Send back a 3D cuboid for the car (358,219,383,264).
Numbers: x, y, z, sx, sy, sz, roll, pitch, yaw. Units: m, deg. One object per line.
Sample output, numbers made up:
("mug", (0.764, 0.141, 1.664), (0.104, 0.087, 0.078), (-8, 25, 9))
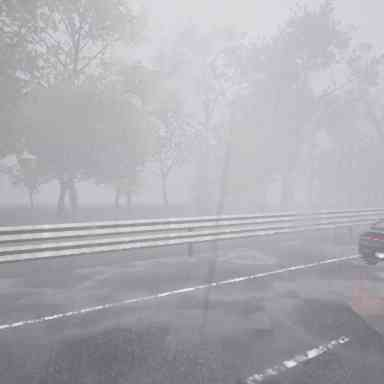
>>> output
("car", (7.238, 1.511, 10.583), (4.892, 1.490, 1.837), (0, 0, -34))
